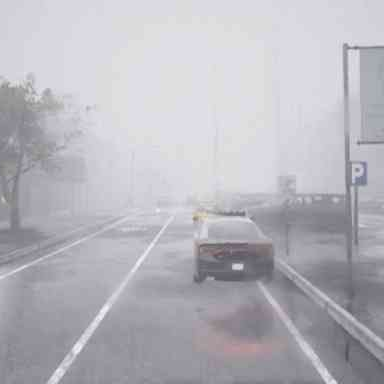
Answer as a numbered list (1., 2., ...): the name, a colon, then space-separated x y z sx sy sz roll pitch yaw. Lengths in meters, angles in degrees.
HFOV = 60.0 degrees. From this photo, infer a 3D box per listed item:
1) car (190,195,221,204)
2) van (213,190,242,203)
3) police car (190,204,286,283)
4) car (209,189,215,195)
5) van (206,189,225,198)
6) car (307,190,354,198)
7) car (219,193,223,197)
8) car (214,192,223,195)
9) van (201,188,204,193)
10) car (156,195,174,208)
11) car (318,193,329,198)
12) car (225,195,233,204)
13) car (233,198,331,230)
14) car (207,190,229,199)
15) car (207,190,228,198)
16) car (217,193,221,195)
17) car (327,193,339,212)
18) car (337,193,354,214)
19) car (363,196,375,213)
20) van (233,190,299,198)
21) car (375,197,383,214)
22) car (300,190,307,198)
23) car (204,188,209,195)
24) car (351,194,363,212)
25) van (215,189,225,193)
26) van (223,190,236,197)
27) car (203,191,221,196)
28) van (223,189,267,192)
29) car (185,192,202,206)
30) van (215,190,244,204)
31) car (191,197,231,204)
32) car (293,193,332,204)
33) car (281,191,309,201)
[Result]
1. car: 0.973 1.251 25.732 1.801 1.575 5.366 0 1 0
2. van: 5.797 0.721 54.679 4.442 1.987 1.878 0 1 0
3. police car: 0.974 1.357 9.632 1.930 1.638 5.238 0 0 0
4. car: 5.661 0.783 49.071 5.566 2.045 2.435 0 1 0
5. van: 5.527 0.327 79.905 4.442 1.987 1.878 0 1 0
6. car: 18.747 0.856 44.103 5.566 2.045 2.435 0 1 0
7. car: 5.734 1.215 37.857 4.792 1.488 2.163 0 1 0
8. car: 5.703 1.117 43.467 4.892 1.521 2.231 0 1 0
9. van: 5.510 0.152 91.116 4.442 1.987 1.878 0 1 0
10. car: -3.345 1.129 41.686 1.837 1.490 4.892 0 1 0
11. car: 18.808 1.174 41.332 4.792 1.488 2.163 0 1 0
12. car: 5.712 1.262 29.445 5.008 1.535 2.097 0 0 0
13. car: 5.544 1.325 21.035 5.366 1.575 1.946 0 0 0
14. car: 5.625 0.559 71.497 4.553 1.767 2.185 0 1 0
15. car: 5.620 0.515 74.301 4.553 1.767 2.185 0 1 0
16. car: 5.698 1.192 40.665 4.674 1.452 2.002 0 1 0
17. car: 18.754 1.209 38.549 4.792 1.488 2.163 0 1 0
18. car: 18.972 1.203 35.777 5.366 1.575 1.946 0 1 0
19. car: 18.790 1.258 30.222 4.892 1.521 2.231 0 0 0
20. van: 5.838 1.058 26.640 4.442 1.987 1.878 0 0 0
21. car: 18.771 1.027 27.446 5.566 2.045 2.435 0 0 0
22. car: 18.800 0.818 46.880 5.566 2.045 2.435 0 1 0
23. car: 5.636 0.521 65.890 5.566 2.045 2.435 0 1 0
24. car: 18.787 1.233 33.000 5.008 1.535 2.097 0 1 0
25. van: 5.809 0.852 46.272 4.442 1.987 1.878 0 1 0
26. van: 5.597 1.014 32.250 4.442 1.987 1.878 0 0 0
27. car: 5.652 0.364 93.924 4.792 1.488 2.163 0 1 0
28. van: 5.826 0.987 35.052 4.442 1.987 1.878 0 1 0
29. car: 0.008 1.120 45.925 2.033 1.411 5.357 0 1 0
30. van: 5.801 0.765 51.876 4.442 1.987 1.878 0 1 0
31. car: 0.973 1.305 19.725 1.801 1.575 5.366 0 0 0
32. car: 18.950 0.980 52.434 5.366 1.575 1.946 0 1 0
33. car: 18.782 0.727 60.759 4.553 1.767 2.185 0 1 0
